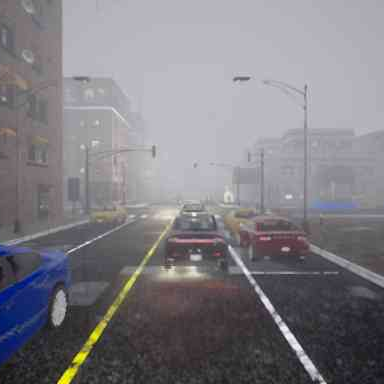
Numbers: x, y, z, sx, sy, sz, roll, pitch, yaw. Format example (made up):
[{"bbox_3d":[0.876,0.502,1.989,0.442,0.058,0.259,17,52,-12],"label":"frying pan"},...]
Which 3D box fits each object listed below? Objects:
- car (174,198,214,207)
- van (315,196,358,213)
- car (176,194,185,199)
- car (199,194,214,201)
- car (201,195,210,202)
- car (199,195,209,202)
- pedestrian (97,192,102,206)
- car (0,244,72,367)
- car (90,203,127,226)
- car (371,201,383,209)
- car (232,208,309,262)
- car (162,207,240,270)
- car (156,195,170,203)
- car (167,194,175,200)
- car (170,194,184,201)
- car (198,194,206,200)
[{"bbox_3d":[0.103,1.414,21.606,2.128,1.511,4.902,0,0,0],"label":"car"},{"bbox_3d":[14.661,1.290,33.933,3.998,1.788,1.690,0,0,0],"label":"van"},{"bbox_3d":[-2.991,1.212,87.663,1.994,1.385,4.181,0,0,0],"label":"car"},{"bbox_3d":[2.689,1.261,55.640,1.967,1.590,4.097,0,0,0],"label":"car"},{"bbox_3d":[2.691,1.377,67.035,1.802,1.307,4.206,0,0,0],"label":"car"},{"bbox_3d":[2.691,1.333,72.732,2.008,1.369,4.403,0,0,0],"label":"car"},{"bbox_3d":[-12.627,0.917,45.054,0.375,1.860,0.375,0,0,0],"label":"pedestrian"},{"bbox_3d":[-3.099,1.462,3.985,1.882,1.535,5.008,0,0,0],"label":"car"},{"bbox_3d":[-5.694,1.443,23.004,1.752,1.417,4.829,0,0,0],"label":"car"},{"bbox_3d":[25.490,1.415,42.394,4.829,1.417,1.752,0,0,0],"label":"car"},{"bbox_3d":[2.686,1.500,11.775,1.887,1.381,4.507,0,0,0],"label":"car"},{"bbox_3d":[0.102,1.451,10.889,2.128,1.511,4.902,0,0,0],"label":"car"},{"bbox_3d":[-5.690,1.358,61.326,2.008,1.369,4.403,0,0,0],"label":"car"},{"bbox_3d":[-5.688,1.274,89.640,1.752,1.417,4.829,0,0,0],"label":"car"},{"bbox_3d":[-2.993,1.323,72.043,2.033,1.411,5.357,0,0,0],"label":"car"},{"bbox_3d":[2.693,1.299,89.821,2.008,1.369,4.403,-1,0,0],"label":"car"}]
